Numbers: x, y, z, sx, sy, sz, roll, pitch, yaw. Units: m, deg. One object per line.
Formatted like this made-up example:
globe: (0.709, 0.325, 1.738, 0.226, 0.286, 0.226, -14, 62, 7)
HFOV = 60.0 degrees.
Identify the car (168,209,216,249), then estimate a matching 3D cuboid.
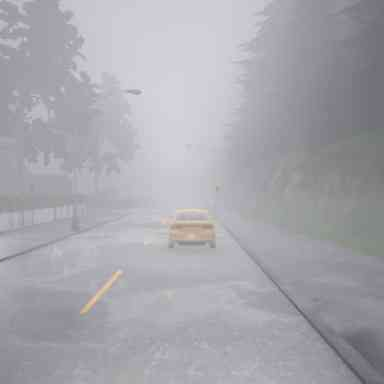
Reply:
car: (0.000, 1.483, 14.650, 1.882, 1.535, 5.008, 0, 0, 0)

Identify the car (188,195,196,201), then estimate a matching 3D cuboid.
car: (0.000, 1.506, 82.267, 1.895, 1.301, 4.718, 0, 0, 0)
